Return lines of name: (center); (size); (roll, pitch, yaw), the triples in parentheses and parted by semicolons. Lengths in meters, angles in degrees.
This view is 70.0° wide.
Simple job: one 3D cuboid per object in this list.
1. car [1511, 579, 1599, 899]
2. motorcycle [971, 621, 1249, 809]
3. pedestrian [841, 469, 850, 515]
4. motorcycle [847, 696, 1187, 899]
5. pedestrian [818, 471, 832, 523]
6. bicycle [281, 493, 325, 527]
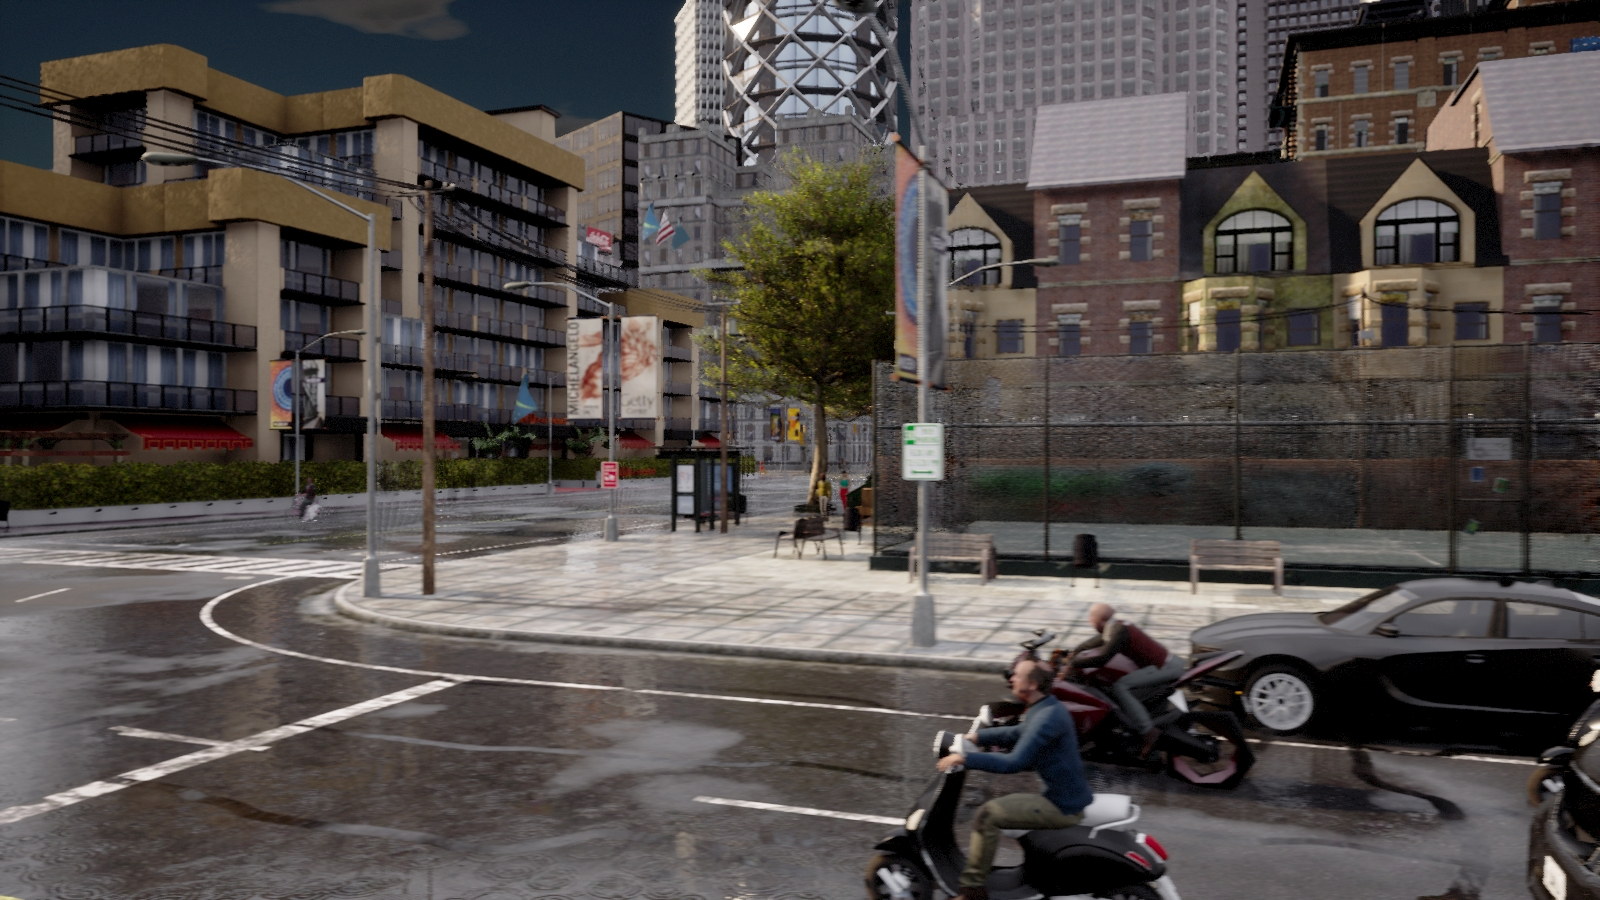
car: (6.394, 1.780, 4.700); (5.566, 2.045, 2.150); (0, 0, 20)
motorcycle: (2.647, 2.205, 9.786); (2.209, 1.251, 0.867); (0, 0, 20)
pedestrian: (1.856, 1.699, 46.587); (0.375, 1.860, 0.375); (0, 0, 7)
motorcycle: (1.260, 2.182, 6.565); (1.805, 1.236, 0.856); (0, 0, 20)
pedestrian: (0.904, 1.696, 41.494); (0.375, 1.860, 0.375); (0, 0, 23)
bicycle: (-18.501, 2.210, 42.593); (0.329, 1.171, 1.835); (0, 0, 20)
